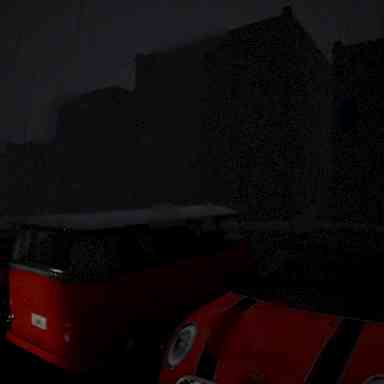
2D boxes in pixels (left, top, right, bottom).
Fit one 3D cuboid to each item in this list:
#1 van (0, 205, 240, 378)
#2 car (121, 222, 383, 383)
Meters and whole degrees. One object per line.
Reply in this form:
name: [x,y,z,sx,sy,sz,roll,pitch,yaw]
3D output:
van: [-0.535,1.255,5.671,1.878,1.987,4.442,0,0,35]
car: [1.630,1.355,4.022,2.185,1.767,4.553,0,0,35]
